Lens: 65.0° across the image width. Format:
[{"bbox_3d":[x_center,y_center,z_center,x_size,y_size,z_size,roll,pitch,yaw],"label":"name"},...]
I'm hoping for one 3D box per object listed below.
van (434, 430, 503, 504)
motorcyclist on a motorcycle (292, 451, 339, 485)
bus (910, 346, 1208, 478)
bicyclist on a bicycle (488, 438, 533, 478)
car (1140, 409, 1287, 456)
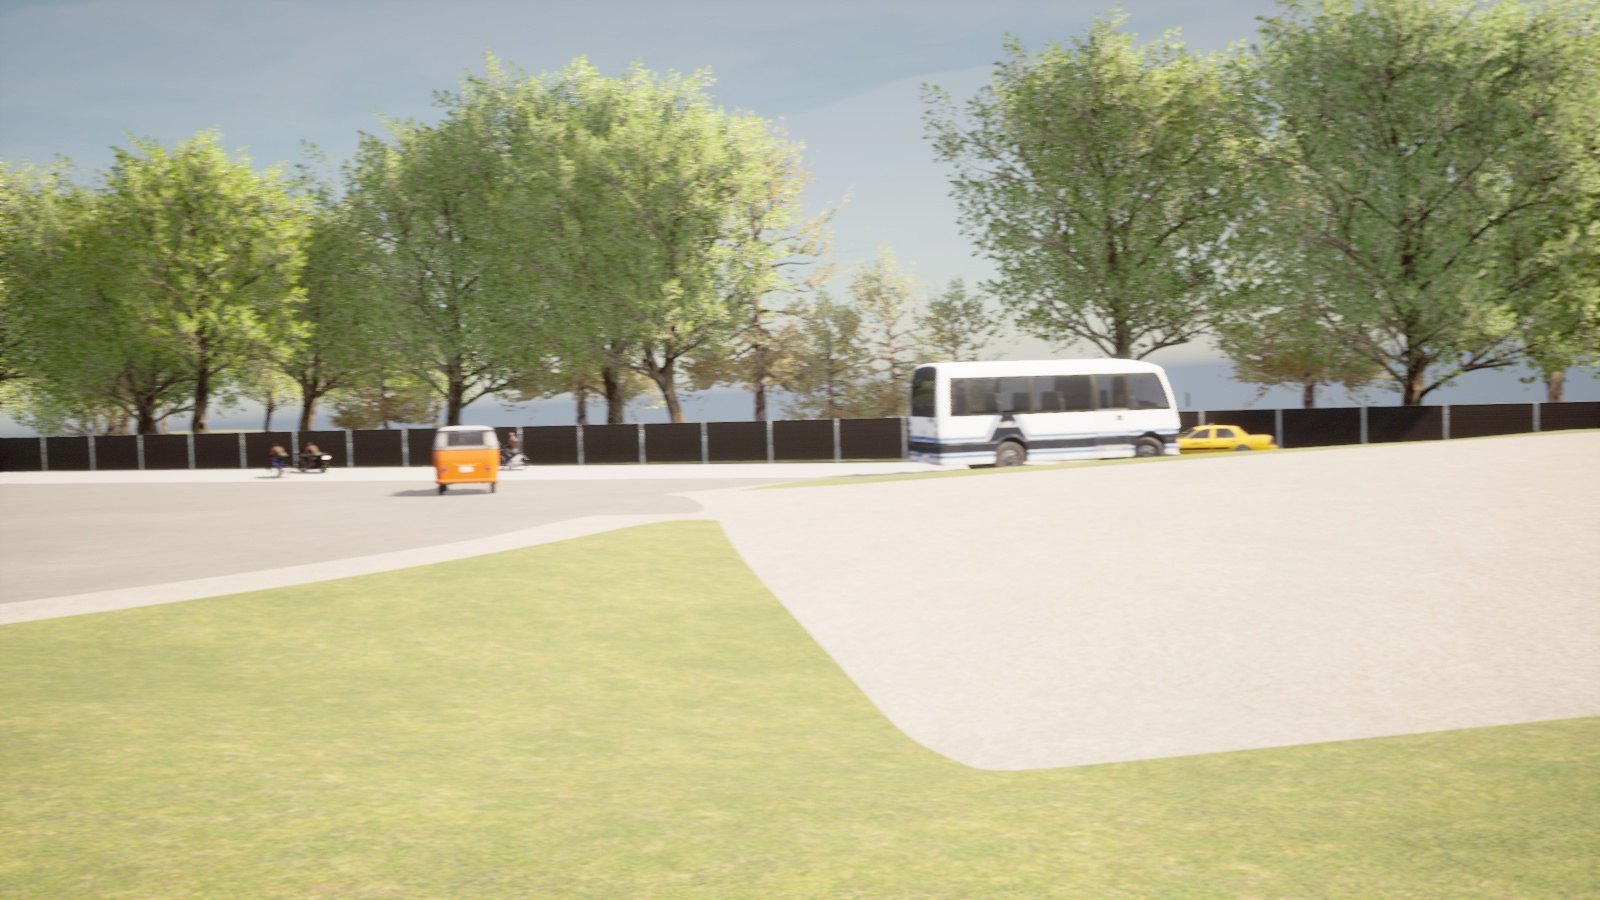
[{"bbox_3d":[-9.837,0.474,37.472,1.775,1.987,4.442,-3,1,-14],"label":"van"},{"bbox_3d":[-22.993,0.847,59.590,2.044,1.523,0.797,-1,4,27],"label":"motorcyclist on a motorcycle"},{"bbox_3d":[9.828,-1.514,47.886,10.273,4.253,3.944,-4,3,-15],"label":"bus"},{"bbox_3d":[-13.230,0.368,57.414,1.843,1.776,0.659,-2,4,17],"label":"bicyclist on a bicycle"},{"bbox_3d":[16.616,-0.708,50.668,5.366,1.575,1.801,-3,3,10],"label":"car"}]
